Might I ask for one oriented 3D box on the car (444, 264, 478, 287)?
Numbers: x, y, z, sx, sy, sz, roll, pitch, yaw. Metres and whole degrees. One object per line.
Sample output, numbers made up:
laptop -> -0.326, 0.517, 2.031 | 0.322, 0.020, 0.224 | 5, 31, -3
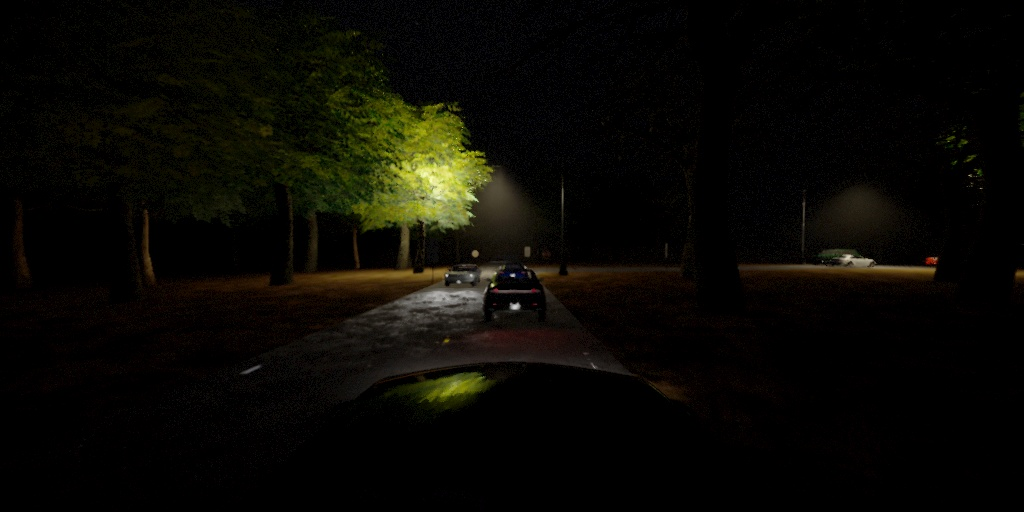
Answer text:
car -> -3.085, 1.196, 23.072 | 1.895, 1.301, 4.718 | 0, 0, 0

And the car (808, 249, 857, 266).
car -> 39.726, 0.190, 44.256 | 5.566, 2.045, 2.150 | 0, 2, -6

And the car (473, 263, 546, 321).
car -> 0.081, 1.169, 12.205 | 2.128, 1.511, 4.902 | 0, 0, 0

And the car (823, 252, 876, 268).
car -> 38.951, 0.592, 41.051 | 4.674, 1.442, 1.812 | 0, 2, -6

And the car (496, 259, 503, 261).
car -> 0.059, 1.145, 24.785 | 1.994, 1.385, 4.181 | 0, 1, 1
